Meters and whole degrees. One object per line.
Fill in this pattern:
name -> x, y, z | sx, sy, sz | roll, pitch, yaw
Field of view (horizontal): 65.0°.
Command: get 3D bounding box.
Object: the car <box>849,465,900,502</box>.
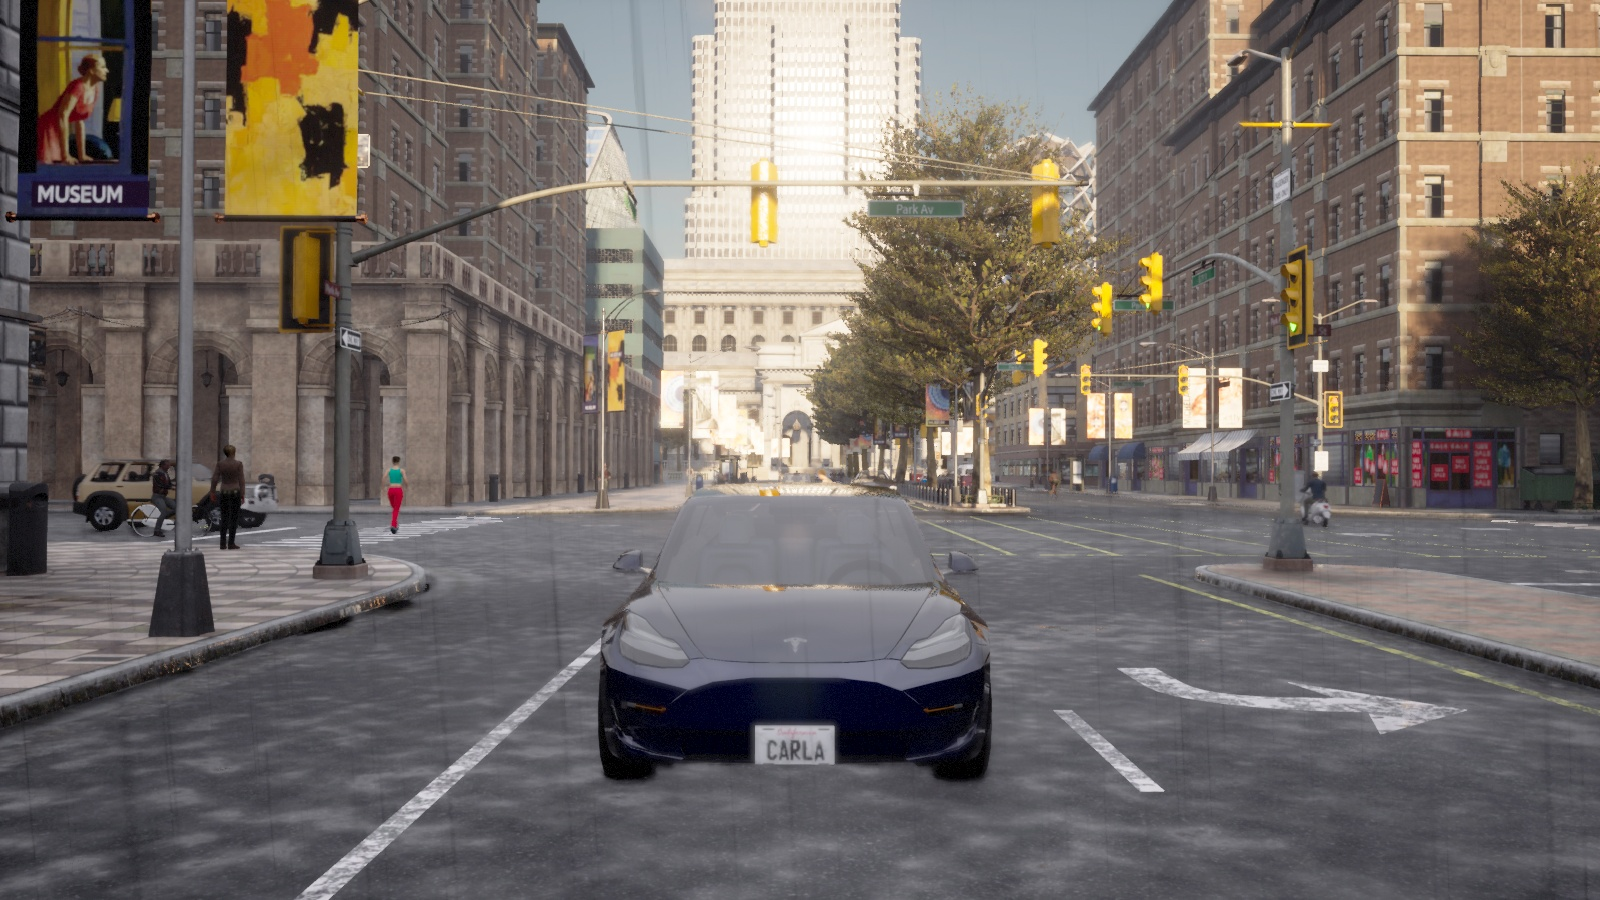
car -> 3.435, 1.566, 58.898 | 2.152, 1.651, 5.027 | 0, -1, 1

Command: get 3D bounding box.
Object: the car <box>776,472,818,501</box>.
car -> -0.166, 1.966, 68.716 | 2.163, 1.488, 4.792 | 0, -1, 0

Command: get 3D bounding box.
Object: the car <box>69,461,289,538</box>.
car -> -15.632, 1.226, 31.794 | 4.605, 1.855, 1.932 | 0, -1, 0

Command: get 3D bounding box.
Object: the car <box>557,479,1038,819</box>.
car -> -0.020, 0.950, 8.059 | 2.163, 1.488, 4.792 | 0, -1, 0

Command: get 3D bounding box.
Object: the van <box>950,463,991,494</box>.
van -> 11.298, 1.891, 83.475 | 2.069, 2.038, 4.480 | 0, -1, 0

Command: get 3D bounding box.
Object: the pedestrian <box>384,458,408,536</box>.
pedestrian -> -9.590, 1.105, 29.827 | 0.345, 1.836, 0.594 | 0, -1, 3

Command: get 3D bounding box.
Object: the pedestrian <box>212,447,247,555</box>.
pedestrian -> -9.950, 0.878, 21.896 | 0.331, 1.846, 0.634 | 0, -1, -2

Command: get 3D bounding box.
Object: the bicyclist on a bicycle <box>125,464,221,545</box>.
bicyclist on a bicycle -> -14.120, 1.216, 28.301 | 1.843, 1.776, 0.659 | 0, -1, 0

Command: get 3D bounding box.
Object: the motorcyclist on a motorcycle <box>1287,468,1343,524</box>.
motorcyclist on a motorcycle -> 14.912, 1.319, 36.422 | 0.866, 1.590, 1.817 | 0, -1, 0
